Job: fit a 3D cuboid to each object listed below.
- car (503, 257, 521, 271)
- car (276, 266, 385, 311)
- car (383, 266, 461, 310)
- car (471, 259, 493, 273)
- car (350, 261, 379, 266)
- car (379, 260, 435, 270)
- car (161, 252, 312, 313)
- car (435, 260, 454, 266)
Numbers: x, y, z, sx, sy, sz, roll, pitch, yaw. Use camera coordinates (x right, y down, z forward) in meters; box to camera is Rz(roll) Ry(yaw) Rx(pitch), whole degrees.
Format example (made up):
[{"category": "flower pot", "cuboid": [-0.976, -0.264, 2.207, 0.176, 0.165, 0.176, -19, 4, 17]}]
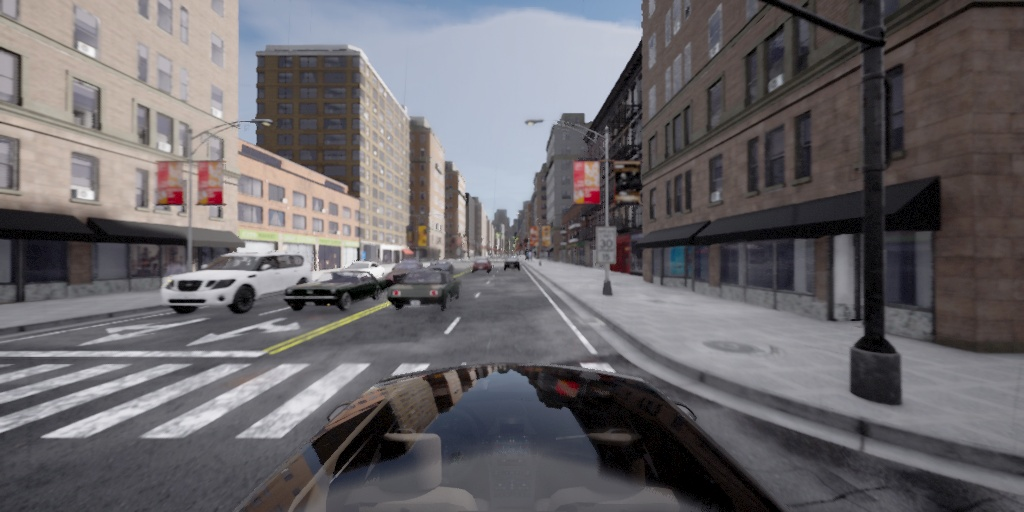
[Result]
[{"category": "car", "cuboid": [0.010, 0.909, 42.306, 1.882, 1.535, 5.008, 0, 0, 0]}, {"category": "car", "cuboid": [-6.591, 1.233, 13.927, 1.895, 1.301, 4.718, 0, 0, 0]}, {"category": "car", "cuboid": [-3.148, 1.229, 13.962, 1.895, 1.301, 4.718, 0, 0, 0]}, {"category": "car", "cuboid": [-3.140, 0.987, 38.392, 1.812, 1.442, 4.674, 0, 0, 0]}, {"category": "car", "cuboid": [-9.836, 1.096, 23.679, 1.812, 1.442, 4.674, 0, 0, 0]}, {"category": "car", "cuboid": [-6.578, 1.136, 22.970, 1.994, 1.385, 4.181, 0, 0, 0]}, {"category": "car", "cuboid": [-9.850, 0.859, 13.606, 2.150, 2.045, 5.566, 0, 0, 0]}, {"category": "car", "cuboid": [-6.574, 1.065, 33.386, 1.994, 1.385, 4.181, 0, 0, 0]}]
